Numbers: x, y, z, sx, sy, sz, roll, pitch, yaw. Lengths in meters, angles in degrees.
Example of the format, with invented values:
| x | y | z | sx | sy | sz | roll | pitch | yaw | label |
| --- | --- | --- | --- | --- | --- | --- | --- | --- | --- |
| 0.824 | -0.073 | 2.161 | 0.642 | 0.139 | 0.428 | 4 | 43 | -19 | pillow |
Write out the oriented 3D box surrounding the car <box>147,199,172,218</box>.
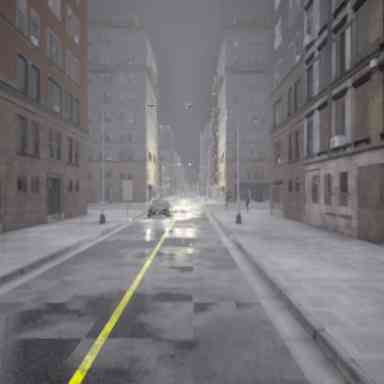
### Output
| x | y | z | sx | sy | sz | roll | pitch | yaw | label |
| --- | --- | --- | --- | --- | --- | --- | --- | --- | --- |
| -2.779 | 1.433 | 29.234 | 1.837 | 1.490 | 4.892 | 0 | 0 | 1 | car |

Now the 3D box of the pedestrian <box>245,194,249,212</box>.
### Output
| x | y | z | sx | sy | sz | roll | pitch | yaw | label |
| --- | --- | --- | --- | --- | --- | --- | --- | --- | --- |
| 5.515 | 1.059 | 33.333 | 0.375 | 1.860 | 0.375 | 0 | 0 | 0 | pedestrian |

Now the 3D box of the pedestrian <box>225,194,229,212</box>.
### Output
| x | y | z | sx | sy | sz | roll | pitch | yaw | label |
| --- | --- | --- | --- | --- | --- | --- | --- | --- | --- |
| 3.515 | 1.057 | 33.934 | 0.375 | 1.860 | 0.375 | 0 | 0 | 0 | pedestrian |
